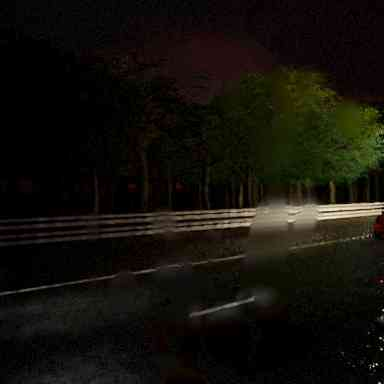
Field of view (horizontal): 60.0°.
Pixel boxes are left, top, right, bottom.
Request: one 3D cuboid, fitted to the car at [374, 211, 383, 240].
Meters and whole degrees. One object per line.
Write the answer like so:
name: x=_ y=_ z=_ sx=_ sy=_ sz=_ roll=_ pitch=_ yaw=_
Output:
car: x=10.623 y=1.323 z=15.736 sx=4.553 sy=1.767 sz=2.097 roll=0 pitch=0 yaw=-36
